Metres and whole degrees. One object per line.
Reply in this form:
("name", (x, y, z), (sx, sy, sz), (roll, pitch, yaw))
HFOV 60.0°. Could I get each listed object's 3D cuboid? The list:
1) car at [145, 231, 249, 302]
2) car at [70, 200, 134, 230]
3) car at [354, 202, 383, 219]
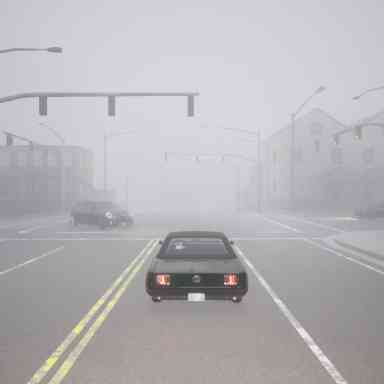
("car", (0.104, 1.601, 8.193), (1.895, 1.301, 4.718), (0, 0, 0))
("car", (-5.756, 1.325, 21.109), (4.553, 1.767, 2.097), (0, 1, 39))
("car", (16.034, 1.564, 28.154), (4.181, 1.385, 1.994), (0, 0, 0))
